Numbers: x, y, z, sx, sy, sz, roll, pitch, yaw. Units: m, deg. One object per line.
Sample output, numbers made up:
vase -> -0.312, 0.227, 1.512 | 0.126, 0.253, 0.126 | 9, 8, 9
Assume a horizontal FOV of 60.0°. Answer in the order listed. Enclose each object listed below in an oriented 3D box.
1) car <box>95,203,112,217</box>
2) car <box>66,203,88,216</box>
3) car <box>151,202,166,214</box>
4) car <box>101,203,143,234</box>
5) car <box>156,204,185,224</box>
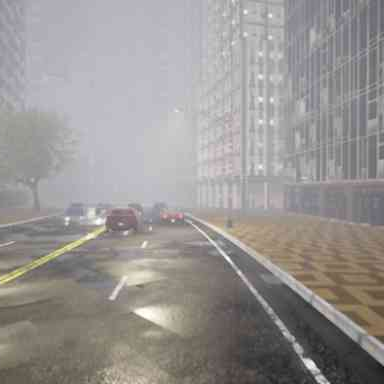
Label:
car -> -9.987, 1.968, 38.192 | 2.128, 1.511, 4.902 | 0, -1, -9
car -> -13.398, 1.975, 38.956 | 1.882, 1.535, 5.008 | 0, -1, -10
car -> -4.288, 1.991, 43.473 | 1.882, 1.535, 5.008 | 0, 0, -11
car -> -4.318, 1.738, 21.465 | 1.882, 1.535, 5.008 | 0, -1, -5
car -> -1.744, 1.928, 27.731 | 1.895, 1.301, 4.718 | 0, -1, -7
